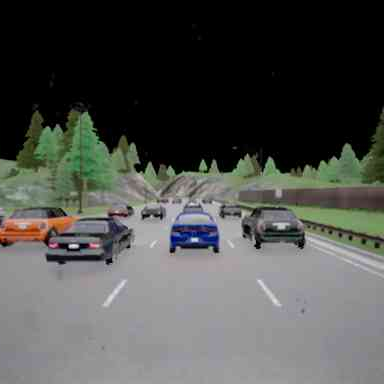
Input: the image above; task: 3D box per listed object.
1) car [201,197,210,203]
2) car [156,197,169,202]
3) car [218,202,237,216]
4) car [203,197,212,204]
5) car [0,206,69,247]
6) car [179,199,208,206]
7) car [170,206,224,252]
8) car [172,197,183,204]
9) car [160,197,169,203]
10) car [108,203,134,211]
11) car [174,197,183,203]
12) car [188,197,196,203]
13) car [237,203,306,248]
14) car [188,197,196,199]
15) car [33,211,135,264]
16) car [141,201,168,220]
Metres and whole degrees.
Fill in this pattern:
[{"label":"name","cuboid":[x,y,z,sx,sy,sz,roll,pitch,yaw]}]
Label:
[{"label":"car","cuboid":[3.499,1.978,84.916,2.033,1.411,5.357,0,0,0]},{"label":"car","cuboid":[-7.001,1.830,76.545,2.097,1.767,4.553,0,0,0]},{"label":"car","cuboid":[3.596,1.699,32.045,2.128,1.511,4.902,0,0,0]},{"label":"car","cuboid":[3.499,1.995,74.491,2.128,1.511,4.902,0,0,0]},{"label":"car","cuboid":[-6.903,1.455,15.709,2.097,1.767,4.553,0,0,0]},{"label":"car","cuboid":[0.097,1.699,32.025,2.128,1.511,4.902,0,0,0]},{"label":"car","cuboid":[0.097,1.571,14.303,1.882,1.535,5.008,0,0,0]},{"label":"car","cuboid":[-3.501,2.010,74.490,2.033,1.411,5.357,0,0,0]},{"label":"car","cuboid":[-7.002,1.992,85.749,1.812,1.442,4.674,0,0,0]},{"label":"car","cuboid":[-6.904,1.776,32.628,1.994,1.385,4.181,0,0,0]},{"label":"car","cuboid":[-3.501,1.963,84.916,2.128,1.511,4.902,0,0,0]},{"label":"car","cuboid":[-0.001,1.963,84.916,2.128,1.511,4.902,0,0,0]},{"label":"car","cuboid":[3.597,1.453,15.486,2.097,1.767,4.553,0,0,0]},{"label":"car","cuboid":[-0.001,2.010,74.491,2.033,1.411,5.357,0,0,0]},{"label":"car","cuboid":[-3.401,1.626,12.083,2.033,1.411,5.357,0,0,0]},{"label":"car","cuboid":[-3.403,1.798,30.449,1.895,1.301,4.718,0,0,0]}]
